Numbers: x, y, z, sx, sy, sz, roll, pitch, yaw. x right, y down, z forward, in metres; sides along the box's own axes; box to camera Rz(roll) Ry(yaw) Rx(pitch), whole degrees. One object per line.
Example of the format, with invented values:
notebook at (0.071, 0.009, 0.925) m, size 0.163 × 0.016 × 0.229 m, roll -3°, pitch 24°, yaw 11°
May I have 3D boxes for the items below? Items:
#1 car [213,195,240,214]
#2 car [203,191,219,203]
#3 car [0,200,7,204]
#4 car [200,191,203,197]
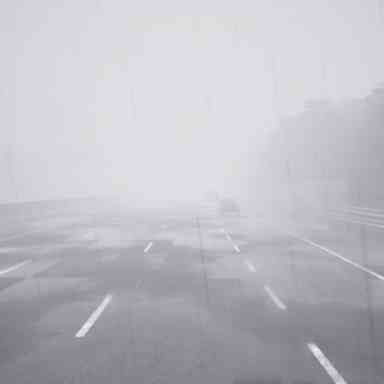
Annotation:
car at (3.506, 1.339, 32.497) m, size 2.033 × 1.411 × 5.357 m, roll 0°, pitch 1°, yaw 0°
car at (3.512, 0.786, 56.492) m, size 2.150 × 2.045 × 5.566 m, roll 0°, pitch 1°, yaw 0°
car at (-17.494, 1.308, 28.636) m, size 1.812 × 1.442 × 4.674 m, roll 0°, pitch 0°, yaw 0°
car at (3.517, 0.841, 76.711) m, size 1.994 × 1.385 × 4.181 m, roll 0°, pitch 1°, yaw 0°
